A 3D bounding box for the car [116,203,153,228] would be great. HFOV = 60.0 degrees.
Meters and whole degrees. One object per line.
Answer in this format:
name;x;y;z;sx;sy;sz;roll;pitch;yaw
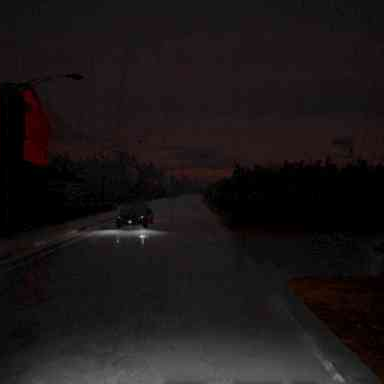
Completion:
car;-3.611;1.463;21.703;1.812;1.442;4.674;0;0;0
